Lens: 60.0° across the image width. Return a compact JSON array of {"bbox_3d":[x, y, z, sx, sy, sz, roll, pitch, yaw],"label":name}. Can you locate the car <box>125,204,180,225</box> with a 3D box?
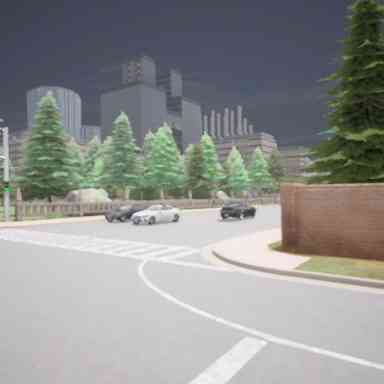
[{"bbox_3d":[-2.749,1.749,26.253,1.812,1.442,4.674,-1,-1,35],"label":"car"}]

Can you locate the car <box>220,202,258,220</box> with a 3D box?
[{"bbox_3d":[4.279,1.680,29.824,1.837,1.490,4.892,-1,-1,35],"label":"car"}]

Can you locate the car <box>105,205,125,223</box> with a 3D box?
[{"bbox_3d":[-5.330,1.794,28.664,1.812,1.442,4.674,-1,-1,35],"label":"car"}]
